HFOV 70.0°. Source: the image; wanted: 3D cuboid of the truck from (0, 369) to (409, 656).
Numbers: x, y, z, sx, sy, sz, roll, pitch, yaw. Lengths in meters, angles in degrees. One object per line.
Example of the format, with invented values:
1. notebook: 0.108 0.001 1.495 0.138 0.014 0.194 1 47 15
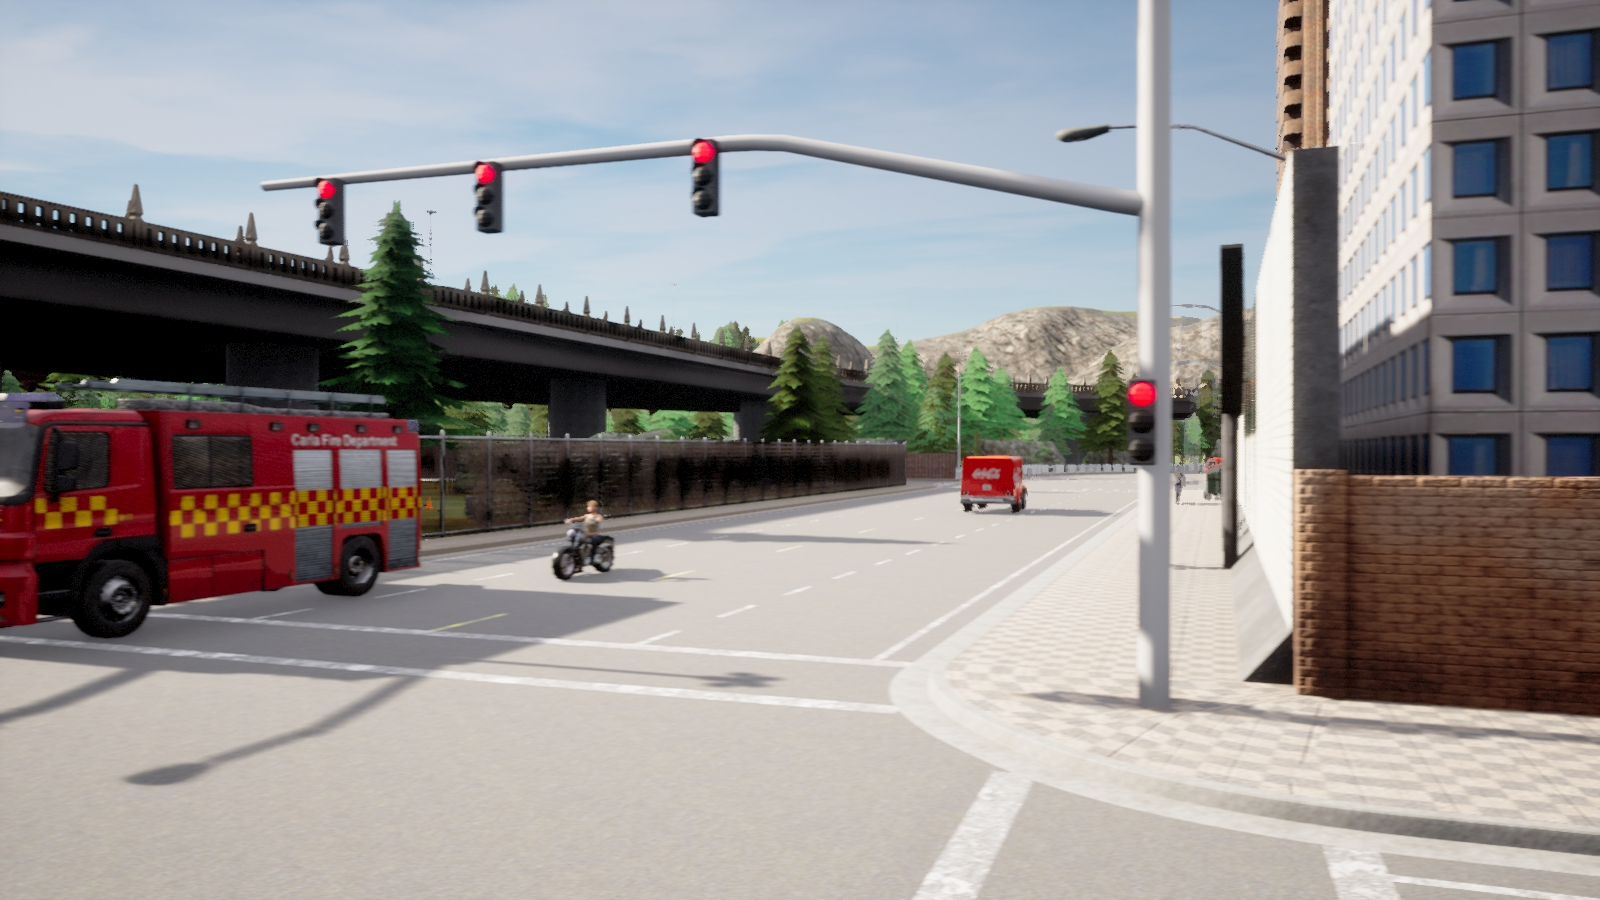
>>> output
1. truck: -10.657 0.833 19.437 2.891 3.827 8.468 0 0 20

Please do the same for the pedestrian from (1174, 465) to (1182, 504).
1. pedestrian: 18.058 1.637 54.597 0.375 1.860 0.375 0 0 18

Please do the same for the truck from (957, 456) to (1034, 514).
1. truck: 8.901 1.507 51.640 2.627 2.467 5.204 0 0 19

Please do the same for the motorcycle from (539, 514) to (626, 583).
1. motorcycle: -4.691 2.110 24.834 0.764 1.277 2.356 0 0 20
